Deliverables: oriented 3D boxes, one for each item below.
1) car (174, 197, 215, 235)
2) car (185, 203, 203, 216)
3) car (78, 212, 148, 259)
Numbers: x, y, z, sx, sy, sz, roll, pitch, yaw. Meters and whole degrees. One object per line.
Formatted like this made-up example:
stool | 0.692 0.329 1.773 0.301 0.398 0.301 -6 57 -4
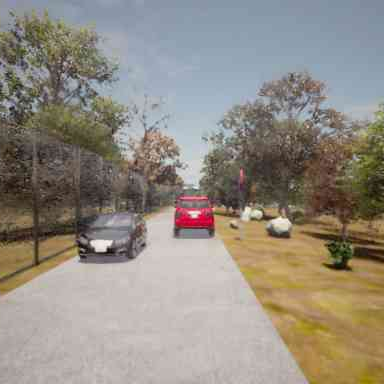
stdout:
car | 0.124 1.326 19.444 2.150 2.045 5.566 0 -1 0
car | 0.204 1.945 37.840 1.895 1.301 4.718 0 -1 0
car | -2.836 1.538 12.797 2.128 1.511 4.902 0 0 0
